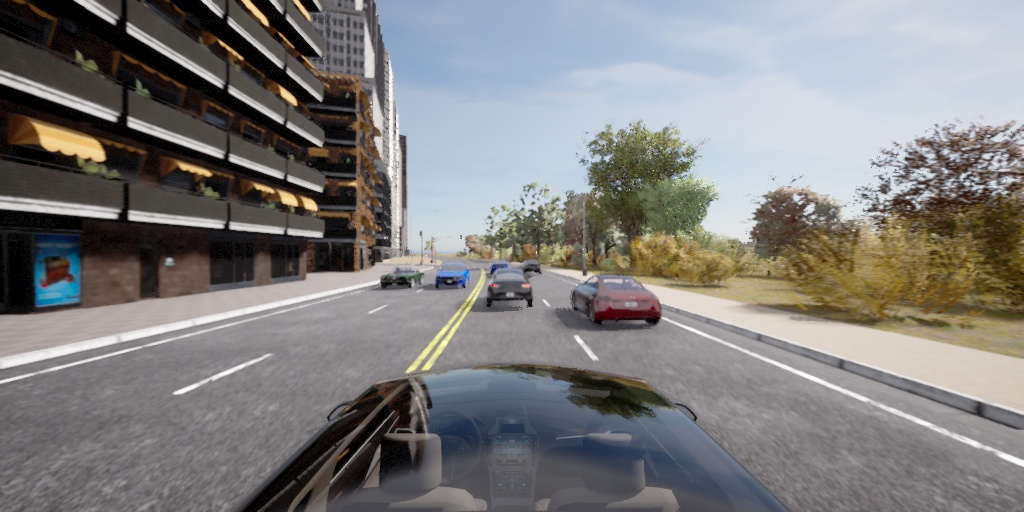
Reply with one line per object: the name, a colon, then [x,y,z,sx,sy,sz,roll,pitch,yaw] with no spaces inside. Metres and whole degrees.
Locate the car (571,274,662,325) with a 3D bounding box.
car: [3.218,1.289,11.805,1.994,1.385,4.181,0,0,-1]

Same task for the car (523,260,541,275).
car: [1.959,1.180,38.175,1.837,1.490,4.892,0,0,-4]

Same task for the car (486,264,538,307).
car: [-0.122,1.254,15.384,1.812,1.442,4.674,0,0,-2]

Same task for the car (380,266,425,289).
car: [-6.987,1.344,23.241,1.895,1.301,4.718,0,0,-3]

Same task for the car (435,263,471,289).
car: [-3.739,1.208,23.304,1.882,1.535,5.008,0,0,-2]

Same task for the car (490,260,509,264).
car: [-1.361,1.160,38.948,1.882,1.535,5.008,0,0,-4]
